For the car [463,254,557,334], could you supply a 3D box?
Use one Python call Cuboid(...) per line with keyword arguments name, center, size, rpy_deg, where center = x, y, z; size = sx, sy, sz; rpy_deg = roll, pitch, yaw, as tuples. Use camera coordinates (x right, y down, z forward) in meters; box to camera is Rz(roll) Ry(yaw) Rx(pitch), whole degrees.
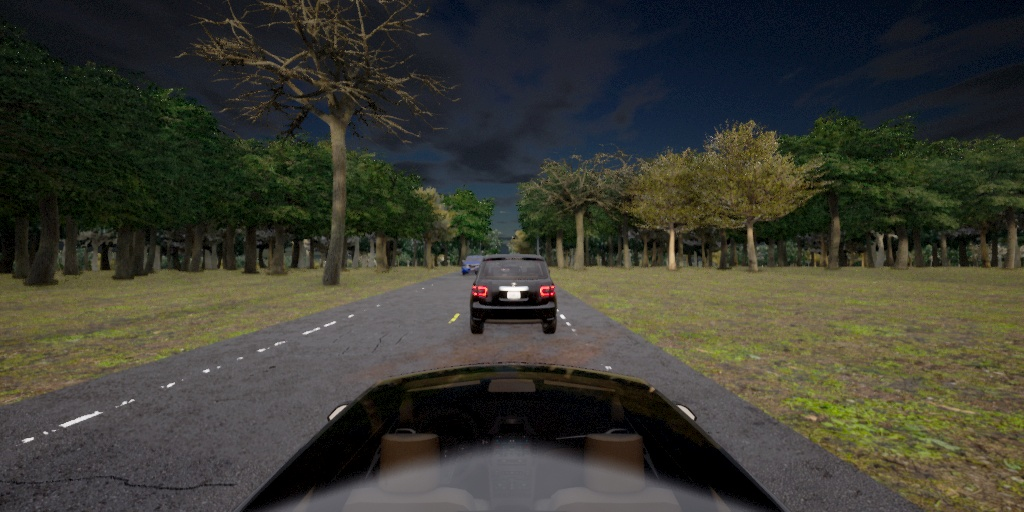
Cuboid(name="car", center=(0.016, 0.972, 10.748), size=(2.150, 2.045, 5.566), rpy_deg=(0, 0, -1))
